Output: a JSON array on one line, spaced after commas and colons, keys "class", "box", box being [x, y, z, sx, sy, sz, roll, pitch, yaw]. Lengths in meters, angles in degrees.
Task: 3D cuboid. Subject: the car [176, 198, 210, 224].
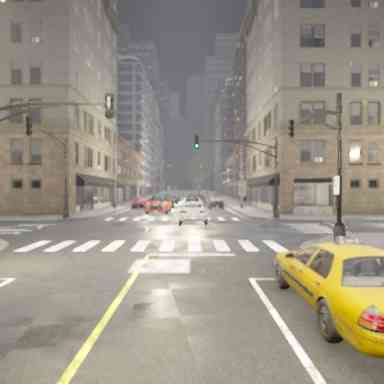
[{"class": "car", "box": [0.079, 1.376, 22.951, 1.812, 1.442, 4.674, 0, 1, 0]}]

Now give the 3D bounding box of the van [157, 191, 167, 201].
[{"class": "van", "box": [-5.807, 0.775, 65.198, 1.690, 1.788, 3.998, 1, 1, 0]}]

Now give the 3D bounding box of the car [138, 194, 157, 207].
[{"class": "car", "box": [-5.791, 1.103, 43.507, 1.967, 1.590, 4.097, 1, 1, 0]}]

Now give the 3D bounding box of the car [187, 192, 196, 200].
[{"class": "car", "box": [-0.061, 0.841, 73.396, 1.837, 1.490, 4.892, 0, 1, 0]}]

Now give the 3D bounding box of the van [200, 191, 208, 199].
[{"class": "van", "box": [2.710, 0.651, 76.044, 1.690, 1.788, 3.998, 1, 1, 0]}]

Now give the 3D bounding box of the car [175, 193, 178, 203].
[{"class": "car", "box": [-3.101, 1.192, 40.924, 1.837, 1.490, 4.892, 0, 1, 0]}]

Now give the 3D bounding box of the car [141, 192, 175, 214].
[{"class": "car", "box": [-3.175, 1.121, 31.918, 2.097, 1.767, 4.553, 0, 0, 2]}]

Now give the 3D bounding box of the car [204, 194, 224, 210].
[{"class": "car", "box": [2.737, 1.264, 38.083, 2.008, 1.369, 4.403, 0, 1, 0]}]

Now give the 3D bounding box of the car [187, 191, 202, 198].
[{"class": "car", "box": [0.058, 1.081, 50.701, 2.128, 1.511, 4.902, 0, 1, 0]}]

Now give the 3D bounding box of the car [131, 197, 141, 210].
[{"class": "car", "box": [-5.788, 1.258, 38.084, 1.887, 1.381, 4.507, 0, 0, 0]}]

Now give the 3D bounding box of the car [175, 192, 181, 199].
[{"class": "car", "box": [-3.042, 1.155, 50.652, 1.994, 1.385, 4.181, 0, 1, 0]}]

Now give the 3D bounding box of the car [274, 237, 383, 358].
[{"class": "car", "box": [2.762, 1.488, 6.150, 1.752, 1.417, 4.829, 0, 0, 0]}]

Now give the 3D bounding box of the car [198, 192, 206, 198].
[{"class": "car", "box": [2.699, 0.743, 86.895, 1.947, 1.339, 4.313, 1, 1, 0]}]

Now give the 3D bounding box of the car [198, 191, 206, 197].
[{"class": "car", "box": [2.697, 0.547, 92.317, 1.967, 1.590, 4.097, 1, 1, 0]}]

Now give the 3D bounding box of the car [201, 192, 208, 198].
[{"class": "car", "box": [2.729, 1.131, 49.099, 1.752, 1.417, 4.829, 1, 1, 0]}]

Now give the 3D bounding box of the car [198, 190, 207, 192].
[{"class": "car", "box": [2.713, 0.813, 70.622, 1.967, 1.590, 4.097, 1, 1, 0]}]

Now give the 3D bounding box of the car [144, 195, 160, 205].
[{"class": "car", "box": [-5.796, 1.153, 48.931, 1.887, 1.381, 4.507, 1, 1, 0]}]
